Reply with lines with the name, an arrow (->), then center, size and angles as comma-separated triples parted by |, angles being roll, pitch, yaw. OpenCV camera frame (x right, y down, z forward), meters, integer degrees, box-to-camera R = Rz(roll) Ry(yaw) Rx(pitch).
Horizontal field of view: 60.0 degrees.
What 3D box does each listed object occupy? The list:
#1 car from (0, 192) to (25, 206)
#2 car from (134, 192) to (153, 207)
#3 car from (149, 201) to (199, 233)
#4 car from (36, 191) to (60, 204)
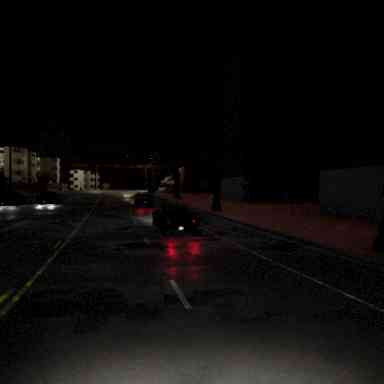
car -> -19.843, 0.699, 36.529 | 2.033, 1.411, 5.357 | 0, 2, -13
car -> -5.431, 0.747, 37.171 | 2.128, 1.511, 4.902 | 0, 2, -13
car -> -1.065, 1.442, 18.678 | 1.895, 1.301, 4.718 | 0, 1, -13
car -> -16.840, 0.630, 39.089 | 2.033, 1.411, 5.357 | 0, 2, -13
